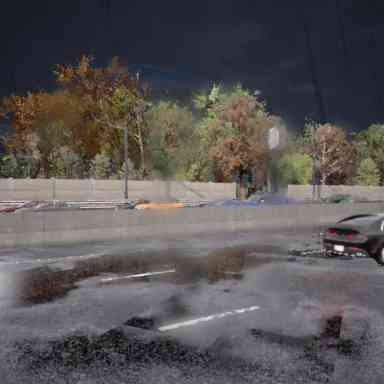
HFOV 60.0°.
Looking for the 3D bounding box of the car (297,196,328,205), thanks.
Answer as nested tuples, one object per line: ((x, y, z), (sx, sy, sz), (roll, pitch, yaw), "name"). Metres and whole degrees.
((13.528, 1.494, 40.093), (4.902, 1.511, 2.128), (0, 0, -30), "car")

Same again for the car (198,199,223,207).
((2.864, 1.477, 29.815), (5.008, 1.535, 1.882), (0, 0, -30), "car")

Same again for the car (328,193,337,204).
((21.081, 1.229, 48.549), (5.566, 2.045, 2.150), (0, 0, -30), "car")

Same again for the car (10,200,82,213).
((-11.067, 1.492, 25.738), (4.902, 1.511, 2.128), (0, 0, -30), "car")

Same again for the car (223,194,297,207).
((5.674, 1.221, 27.404), (5.566, 2.045, 2.150), (0, 0, -30), "car")

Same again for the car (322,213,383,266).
((6.647, 1.503, 11.530), (4.892, 1.490, 1.837), (0, 0, -30), "car")

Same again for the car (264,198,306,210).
((12.150, 1.550, 43.340), (5.357, 1.411, 2.033), (0, 0, -30), "car")

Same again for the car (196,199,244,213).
((3.263, 1.548, 38.161), (5.357, 1.411, 2.033), (0, 0, -30), "car")

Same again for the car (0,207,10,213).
((-13.557, 1.478, 28.339), (5.008, 1.535, 1.882), (0, 0, -30), "car")

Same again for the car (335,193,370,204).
((22.053, 1.359, 45.067), (4.553, 1.767, 2.097), (0, 0, -30), "car")

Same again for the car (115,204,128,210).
((-5.179, 1.505, 33.224), (4.892, 1.490, 1.837), (0, 0, -30), "car")

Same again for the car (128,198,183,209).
((-3.077, 1.352, 30.401), (4.553, 1.767, 2.097), (0, 0, -30), "car")

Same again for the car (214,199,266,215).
((5.119, 1.548, 35.186), (5.357, 1.411, 2.033), (0, 0, -30), "car")
